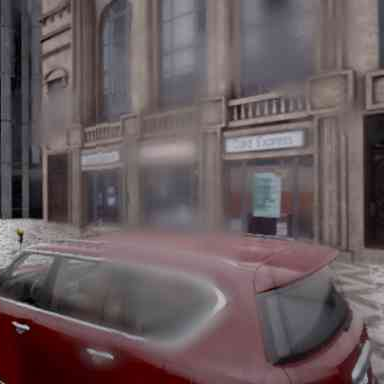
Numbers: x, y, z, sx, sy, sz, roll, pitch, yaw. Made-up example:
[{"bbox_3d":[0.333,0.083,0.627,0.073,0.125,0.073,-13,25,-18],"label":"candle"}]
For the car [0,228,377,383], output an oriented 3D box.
[{"bbox_3d":[-0.830,1.332,3.556,5.009,1.841,2.192,0,0,35],"label":"car"}]
